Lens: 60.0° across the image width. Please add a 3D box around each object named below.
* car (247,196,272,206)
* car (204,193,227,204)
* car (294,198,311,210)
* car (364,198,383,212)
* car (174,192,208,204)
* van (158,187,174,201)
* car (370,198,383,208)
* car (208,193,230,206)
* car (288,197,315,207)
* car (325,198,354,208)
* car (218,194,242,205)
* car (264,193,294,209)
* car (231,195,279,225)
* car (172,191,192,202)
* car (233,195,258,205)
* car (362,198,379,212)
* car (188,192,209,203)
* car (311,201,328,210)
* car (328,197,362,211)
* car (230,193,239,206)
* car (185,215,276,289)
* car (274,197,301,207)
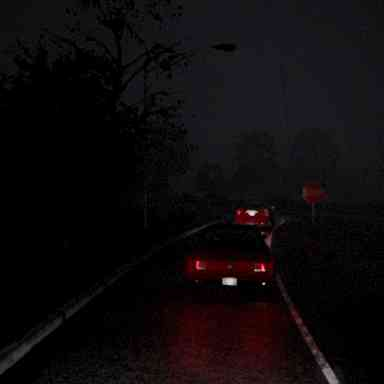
[{"bbox_3d":[11.650,1.495,57.815,2.163,1.488,4.792,3,0,-17],"label":"car"},{"bbox_3d":[3.775,1.059,55.414,2.163,1.488,4.792,4,0,-17],"label":"car"},{"bbox_3d":[13.059,1.540,44.576,2.231,1.521,4.892,3,0,-17],"label":"car"},{"bbox_3d":[26.338,2.148,48.762,2.163,1.488,4.792,2,0,-17],"label":"car"},{"bbox_3d":[-0.211,0.754,40.404,2.163,1.488,4.792,4,0,-17],"label":"car"},{"bbox_3d":[-4.137,0.296,52.773,1.878,1.987,4.442,4,1,-18],"label":"van"},{"bbox_3d":[38.249,2.197,66.179,2.185,1.767,4.553,1,1,-17],"label":"car"},{"bbox_3d":[2.423,0.926,41.289,2.163,1.488,4.792,4,0,-17],"label":"car"},{"bbox_3d":[19.750,1.818,60.369,2.231,1.521,4.892,2,0,-17],"label":"car"},{"bbox_3d":[27.660,2.082,62.650,1.946,1.575,5.366,2,0,-17],"label":"car"},{"bbox_3d":[6.391,1.181,56.396,1.946,1.575,5.366,3,0,-17],"label":"car"},{"bbox_3d":[10.404,1.141,43.779,2.435,2.045,5.566,3,0,-17],"label":"car"},{"bbox_3d":[4.081,1.280,20.961,2.097,1.767,4.553,0,0,18],"label":"car"},{"bbox_3d":[-1.645,0.723,53.692,2.002,1.452,4.674,4,0,-17],"label":"car"},{"bbox_3d":[9.056,1.328,57.228,1.946,1.575,5.366,3,0,-17],"label":"car"},{"bbox_3d":[23.696,2.051,47.876,2.163,1.488,4.792,2,0,-17],"label":"car"},{"bbox_3d":[1.008,0.896,54.522,2.002,1.452,4.674,4,0,-17],"label":"car"},{"bbox_3d":[15.713,1.705,45.383,2.163,1.488,4.792,3,0,-17],"label":"car"},{"bbox_3d":[21.044,1.789,47.043,2.185,1.767,4.553,2,0,-17],"label":"car"},{"bbox_3d":[5.086,0.944,42.121,2.185,1.767,4.553,4,0,-17],"label":"car"},{"bbox_3d":[1.079,1.531,8.992,1.895,1.301,4.718,0,0,8],"label":"car"},{"bbox_3d":[16.967,1.705,59.500,2.097,1.535,5.008,2,0,-17],"label":"car"}]
